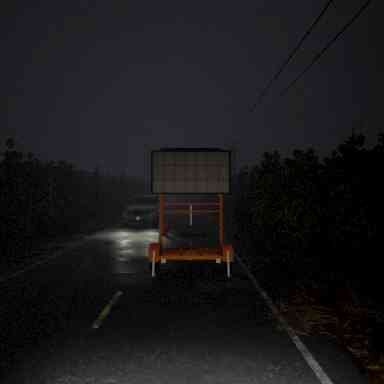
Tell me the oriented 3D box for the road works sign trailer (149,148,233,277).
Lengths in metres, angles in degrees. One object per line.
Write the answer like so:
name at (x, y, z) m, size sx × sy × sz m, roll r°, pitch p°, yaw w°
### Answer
road works sign trailer at (-0.031, 0.464, 10.200) m, size 2.380 × 3.560 × 2.880 m, roll 0°, pitch 0°, yaw 0°

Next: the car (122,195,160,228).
car at (-3.271, 1.221, 22.784) m, size 2.150 × 2.045 × 5.566 m, roll 0°, pitch 0°, yaw 0°
